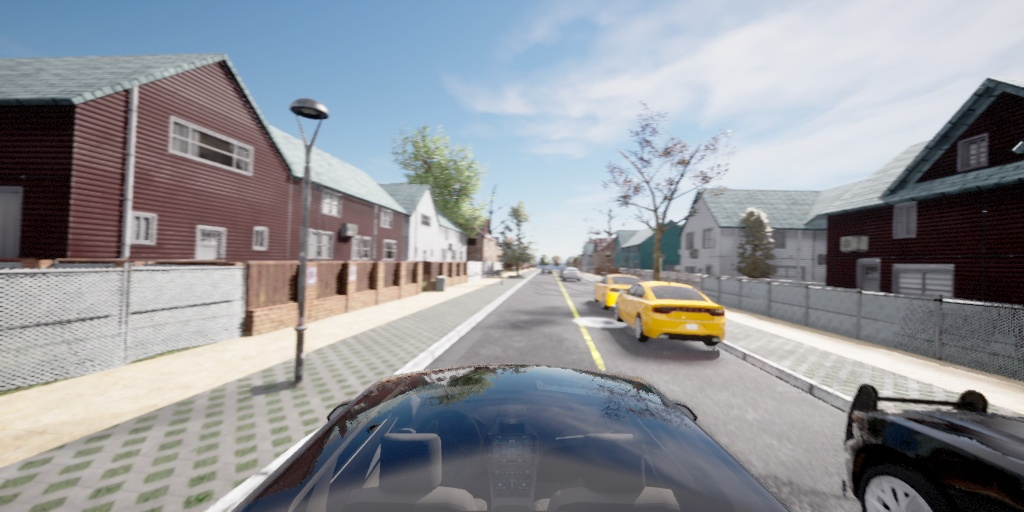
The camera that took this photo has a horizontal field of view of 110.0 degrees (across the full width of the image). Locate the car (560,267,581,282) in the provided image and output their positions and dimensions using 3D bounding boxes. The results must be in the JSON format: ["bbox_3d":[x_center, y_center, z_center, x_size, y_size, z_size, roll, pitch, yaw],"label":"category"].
[{"bbox_3d":[6.582,2.019,39.827,1.812,1.442,4.674,2,-1,7],"label":"car"}]

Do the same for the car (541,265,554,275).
[{"bbox_3d":[5.558,2.235,57.166,2.128,1.511,4.902,2,-1,6],"label":"car"}]

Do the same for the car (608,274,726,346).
[{"bbox_3d":[4.334,1.488,10.587,1.882,1.535,5.008,2,-1,6],"label":"car"}]

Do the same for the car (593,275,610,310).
[{"bbox_3d":[4.952,1.582,16.555,1.882,1.535,5.008,2,-1,6],"label":"car"}]

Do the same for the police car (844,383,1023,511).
[{"bbox_3d":[3.317,1.290,0.750,1.930,1.638,5.238,2,-1,6],"label":"police car"}]
